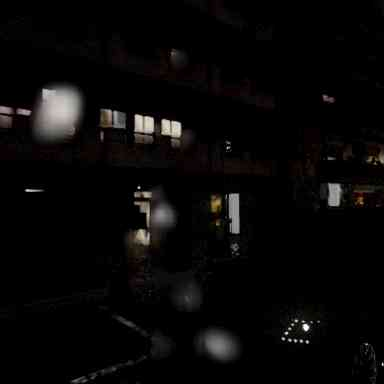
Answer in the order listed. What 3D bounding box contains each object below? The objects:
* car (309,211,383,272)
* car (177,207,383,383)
[{"bbox_3d":[6.197,1.573,11.879,4.097,1.590,1.967,0,-1,-39],"label":"car"},{"bbox_3d":[2.395,1.288,5.265,5.566,2.045,2.150,1,-1,-39],"label":"car"}]
